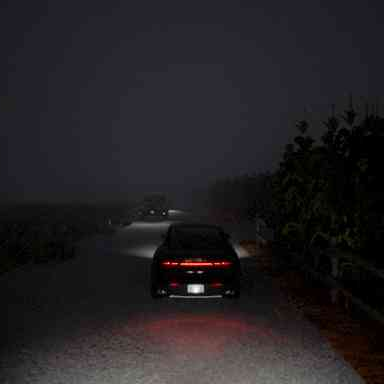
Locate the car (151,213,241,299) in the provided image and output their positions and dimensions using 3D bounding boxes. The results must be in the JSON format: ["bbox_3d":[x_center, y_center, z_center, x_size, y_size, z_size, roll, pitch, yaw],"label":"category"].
[{"bbox_3d":[0.079,1.505,8.454,1.837,1.490,4.892,0,0,0],"label":"car"}]

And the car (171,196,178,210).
[{"bbox_3d":[-3.207,1.563,41.523,1.994,1.385,4.181,0,0,0],"label":"car"}]

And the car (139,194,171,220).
[{"bbox_3d":[-3.170,1.221,28.560,2.150,2.045,5.566,0,0,-2],"label":"car"}]

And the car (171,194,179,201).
[{"bbox_3d":[-3.122,1.138,56.644,1.812,1.442,4.674,0,0,0],"label":"car"}]
